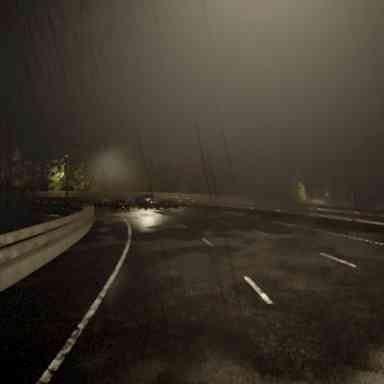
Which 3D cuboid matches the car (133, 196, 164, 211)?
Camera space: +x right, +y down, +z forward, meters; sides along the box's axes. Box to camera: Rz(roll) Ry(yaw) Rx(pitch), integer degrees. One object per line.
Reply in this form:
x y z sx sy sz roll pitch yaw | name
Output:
-5.722 1.591 43.556 2.128 1.511 4.902 -1 0 -23 | car

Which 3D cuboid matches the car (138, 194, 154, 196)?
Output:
-8.011 1.354 55.998 2.150 2.045 5.566 -1 0 -32 | car

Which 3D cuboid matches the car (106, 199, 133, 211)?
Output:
-9.468 1.647 43.356 1.837 1.490 4.892 -1 0 -24 | car

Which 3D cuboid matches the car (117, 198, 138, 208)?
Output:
-10.361 1.725 53.034 1.994 1.385 4.181 -1 0 -29 | car

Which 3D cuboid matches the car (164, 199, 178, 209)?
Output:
-3.558 1.643 47.352 1.994 1.385 4.181 -1 0 -27 | car

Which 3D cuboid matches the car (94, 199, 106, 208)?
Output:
-14.097 1.767 52.522 1.994 1.385 4.181 -1 0 -32 | car
